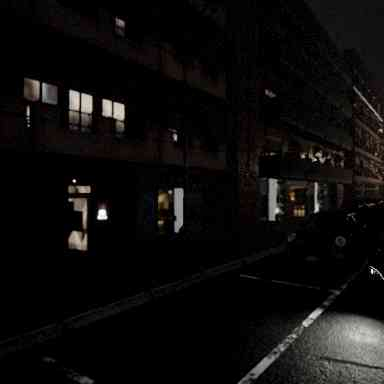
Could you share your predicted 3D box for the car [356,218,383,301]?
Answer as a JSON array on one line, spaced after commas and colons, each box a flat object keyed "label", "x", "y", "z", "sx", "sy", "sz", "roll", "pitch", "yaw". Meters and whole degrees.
[{"label": "car", "x": 5.276, "y": 1.492, "z": 7.594, "sx": 1.812, "sy": 1.442, "sz": 4.674, "roll": 0, "pitch": 0, "yaw": 37}]

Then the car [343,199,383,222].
[{"label": "car", "x": 8.071, "y": 1.261, "z": 15.780, "sx": 2.192, "sy": 1.841, "sz": 5.009, "roll": 0, "pitch": 0, "yaw": 37}]

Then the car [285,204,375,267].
[{"label": "car", "x": 4.682, "y": 1.409, "z": 11.278, "sx": 1.967, "sy": 1.590, "sz": 4.097, "roll": 0, "pitch": 0, "yaw": 37}]
